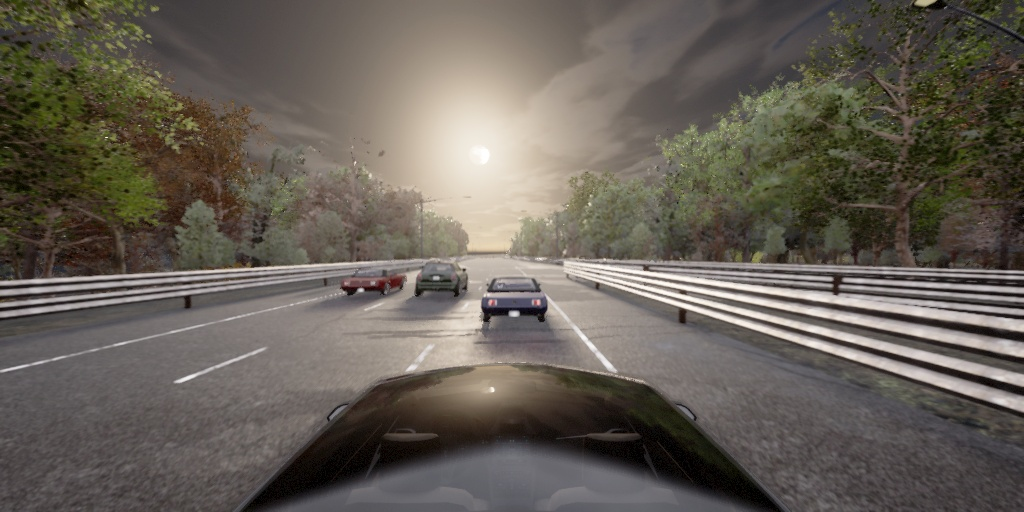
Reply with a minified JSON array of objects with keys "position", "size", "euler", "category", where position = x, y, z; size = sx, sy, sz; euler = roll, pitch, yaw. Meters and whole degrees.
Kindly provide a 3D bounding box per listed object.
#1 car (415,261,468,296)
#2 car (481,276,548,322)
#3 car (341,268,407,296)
[{"position":[-3.512,1.031,18.674],"size":[2.097,1.767,4.553],"euler":[0,0,-1],"category":"car"},{"position":[0.054,1.305,12.128],"size":[1.895,1.301,4.718],"euler":[0,0,0],"category":"car"},{"position":[-7.010,1.281,18.787],"size":[1.895,1.301,4.718],"euler":[0,0,-1],"category":"car"}]
